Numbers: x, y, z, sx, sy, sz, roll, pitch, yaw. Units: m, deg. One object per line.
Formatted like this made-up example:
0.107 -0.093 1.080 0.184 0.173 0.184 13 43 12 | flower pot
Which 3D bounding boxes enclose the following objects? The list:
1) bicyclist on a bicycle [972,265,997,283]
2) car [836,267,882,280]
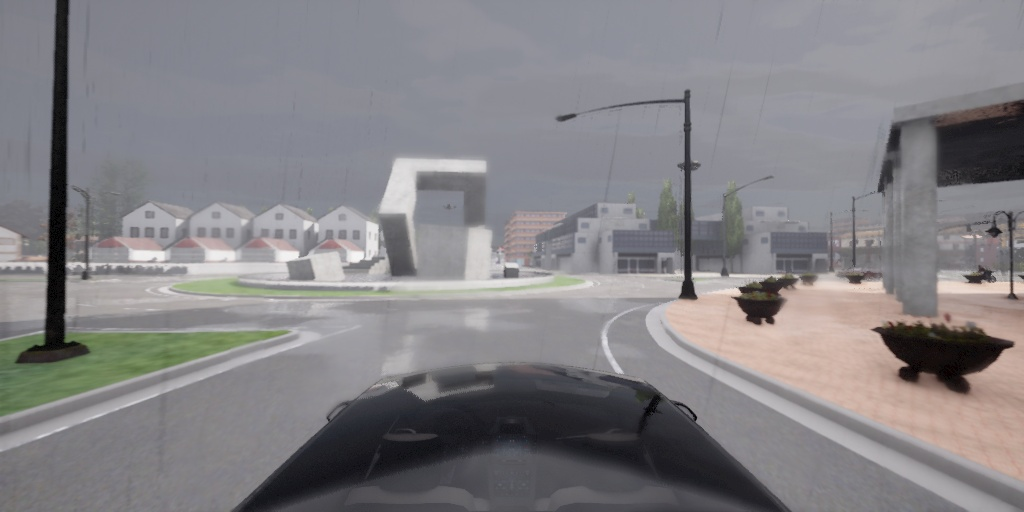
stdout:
44.139 1.672 33.644 0.582 1.620 1.656 -1 -1 -5 | bicyclist on a bicycle
39.521 1.968 40.684 4.674 1.442 1.812 0 -1 -5 | car
